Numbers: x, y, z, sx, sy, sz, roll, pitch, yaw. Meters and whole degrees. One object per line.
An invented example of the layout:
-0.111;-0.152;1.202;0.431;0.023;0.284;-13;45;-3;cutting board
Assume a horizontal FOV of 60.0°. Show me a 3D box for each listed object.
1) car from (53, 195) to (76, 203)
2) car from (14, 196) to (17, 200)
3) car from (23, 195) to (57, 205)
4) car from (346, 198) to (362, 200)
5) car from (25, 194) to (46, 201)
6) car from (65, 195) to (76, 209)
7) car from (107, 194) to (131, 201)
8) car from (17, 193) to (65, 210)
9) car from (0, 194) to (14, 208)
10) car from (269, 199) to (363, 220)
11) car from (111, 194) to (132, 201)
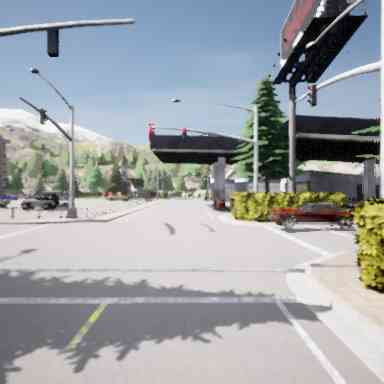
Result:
-24.056;1.245;62.777;3.633;1.501;1.845;0;0;-1;car
-42.561;1.282;77.636;3.633;1.501;1.845;0;0;-1;car
-24.037;1.235;52.784;4.514;1.523;2.007;0;0;-1;car
17.220;1.433;36.748;2.242;1.667;4.611;0;0;-1;car
-35.122;1.295;74.702;3.806;1.475;1.970;0;0;-1;car
-16.193;1.313;40.413;3.806;1.475;1.970;0;0;-1;car
-16.456;1.240;74.670;5.027;1.636;2.152;0;0;-1;car
-16.784;1.033;37.085;3.866;1.878;1.905;0;0;-1;car
-24.672;1.050;40.323;4.605;1.855;1.932;0;0;-1;car
6.544;1.210;18.039;4.718;1.301;1.895;0;0;0;car
-16.527;1.245;77.806;4.514;1.523;2.007;0;0;-1;car
